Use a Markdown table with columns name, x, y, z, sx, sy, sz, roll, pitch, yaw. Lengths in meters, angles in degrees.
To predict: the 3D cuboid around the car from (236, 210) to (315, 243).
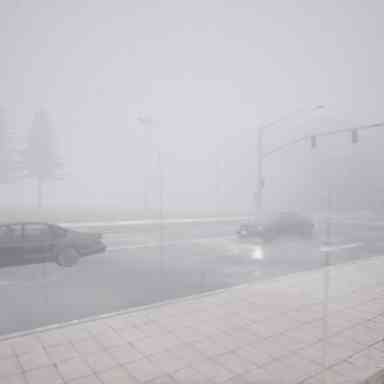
| name | x | y | z | sx | sy | sz | roll | pitch | yaw |
| --- | --- | --- | --- | --- | --- | --- | --- | --- | --- |
| car | 4.340 | 1.657 | 16.908 | 4.674 | 1.442 | 1.812 | 1 | 0 | -35 |

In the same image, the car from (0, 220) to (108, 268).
| name | x | y | z | sx | sy | sz | roll | pitch | yaw |
| --- | --- | --- | --- | --- | --- | --- | --- | --- | --- |
| car | -5.338 | 1.561 | 9.979 | 5.357 | 1.411 | 2.033 | 1 | 0 | -35 |
